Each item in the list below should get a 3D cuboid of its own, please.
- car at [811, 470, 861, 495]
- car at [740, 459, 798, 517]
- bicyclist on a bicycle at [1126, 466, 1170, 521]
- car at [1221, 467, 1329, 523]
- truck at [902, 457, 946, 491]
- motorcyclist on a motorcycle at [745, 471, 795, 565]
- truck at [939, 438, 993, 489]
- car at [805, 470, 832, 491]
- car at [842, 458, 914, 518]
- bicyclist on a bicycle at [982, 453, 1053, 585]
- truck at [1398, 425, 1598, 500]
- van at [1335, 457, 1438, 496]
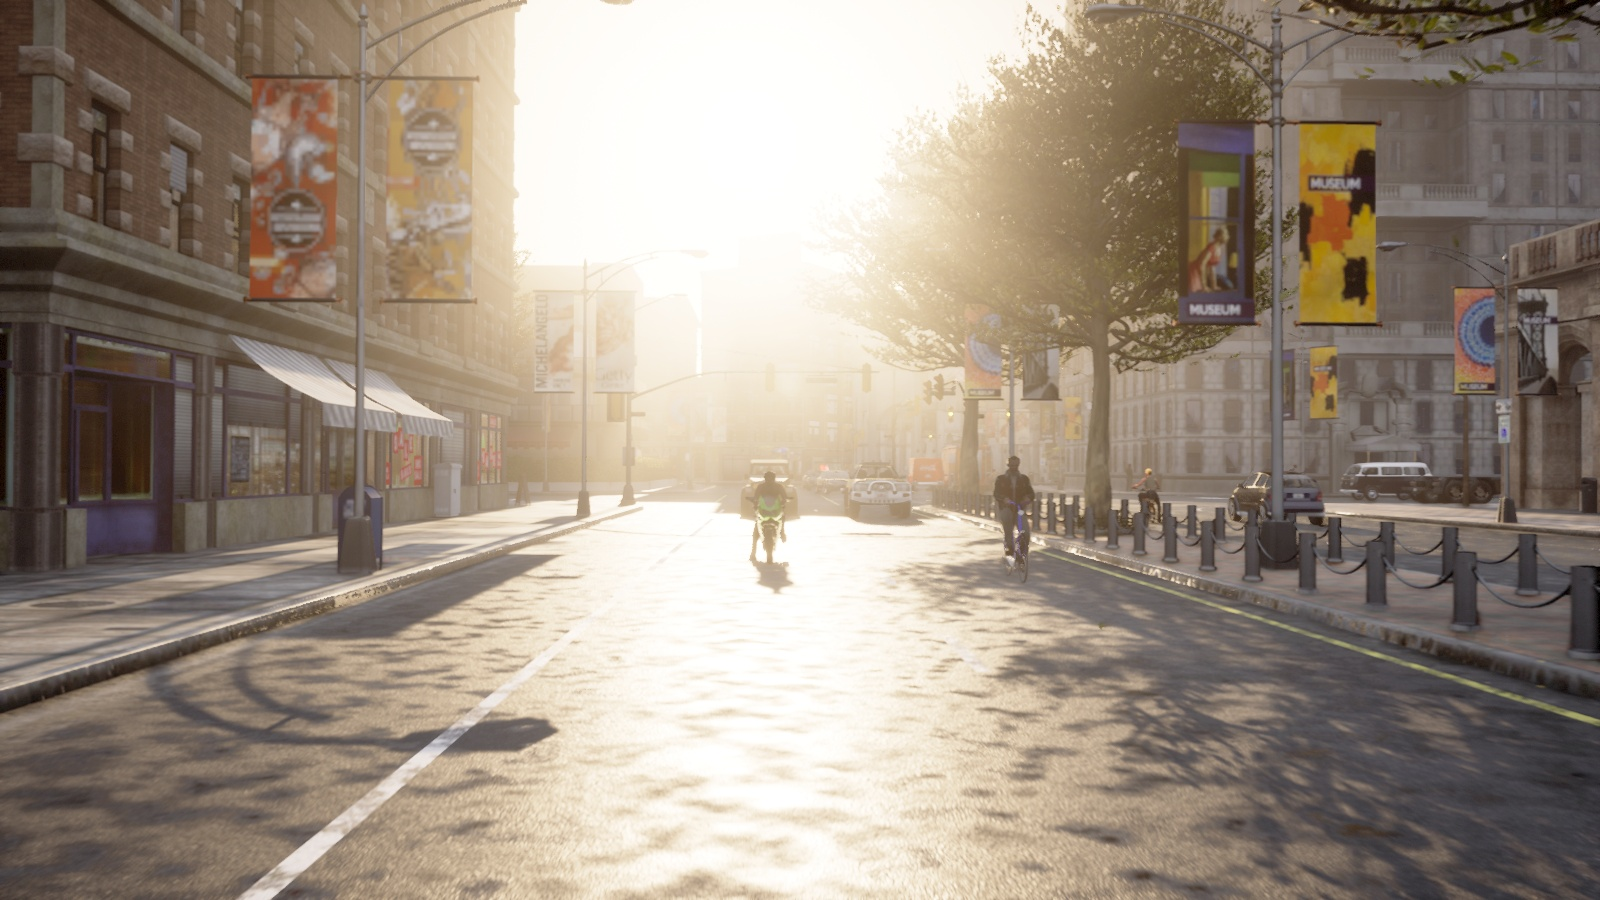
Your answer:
[{"bbox_3d":[2.201,1.981,77.741,2.163,1.488,4.792,0,-1,-10],"label":"car"},{"bbox_3d":[-1.053,1.262,42.785,1.905,1.878,3.866,0,-1,-1],"label":"car"},{"bbox_3d":[10.437,1.281,37.758,0.866,1.612,1.509,0,-1,-1],"label":"bicyclist on a bicycle"},{"bbox_3d":[14.012,1.301,37.255,1.789,1.549,3.705,0,-1,0],"label":"car"},{"bbox_3d":[9.306,1.741,94.706,2.627,2.467,5.204,0,0,-1],"label":"truck"},{"bbox_3d":[-0.511,1.120,21.340,0.797,1.523,2.044,0,-1,-1],"label":"motorcyclist on a motorcycle"},{"bbox_3d":[12.748,1.077,97.250,2.891,3.827,8.468,0,-1,-1],"label":"truck"},{"bbox_3d":[1.361,2.217,92.160,1.816,1.474,4.193,0,-1,-1],"label":"car"},{"bbox_3d":[2.486,1.247,41.058,1.932,1.855,4.605,0,-2,-1],"label":"car"},{"bbox_3d":[3.059,0.941,17.806,0.659,1.776,1.843,0,-1,-1],"label":"bicyclist on a bicycle"},{"bbox_3d":[33.264,0.616,60.054,7.936,3.462,2.891,0,-1,-2],"label":"truck"},{"bbox_3d":[31.243,1.426,66.988,4.480,2.038,2.069,0,-1,-2],"label":"van"}]
